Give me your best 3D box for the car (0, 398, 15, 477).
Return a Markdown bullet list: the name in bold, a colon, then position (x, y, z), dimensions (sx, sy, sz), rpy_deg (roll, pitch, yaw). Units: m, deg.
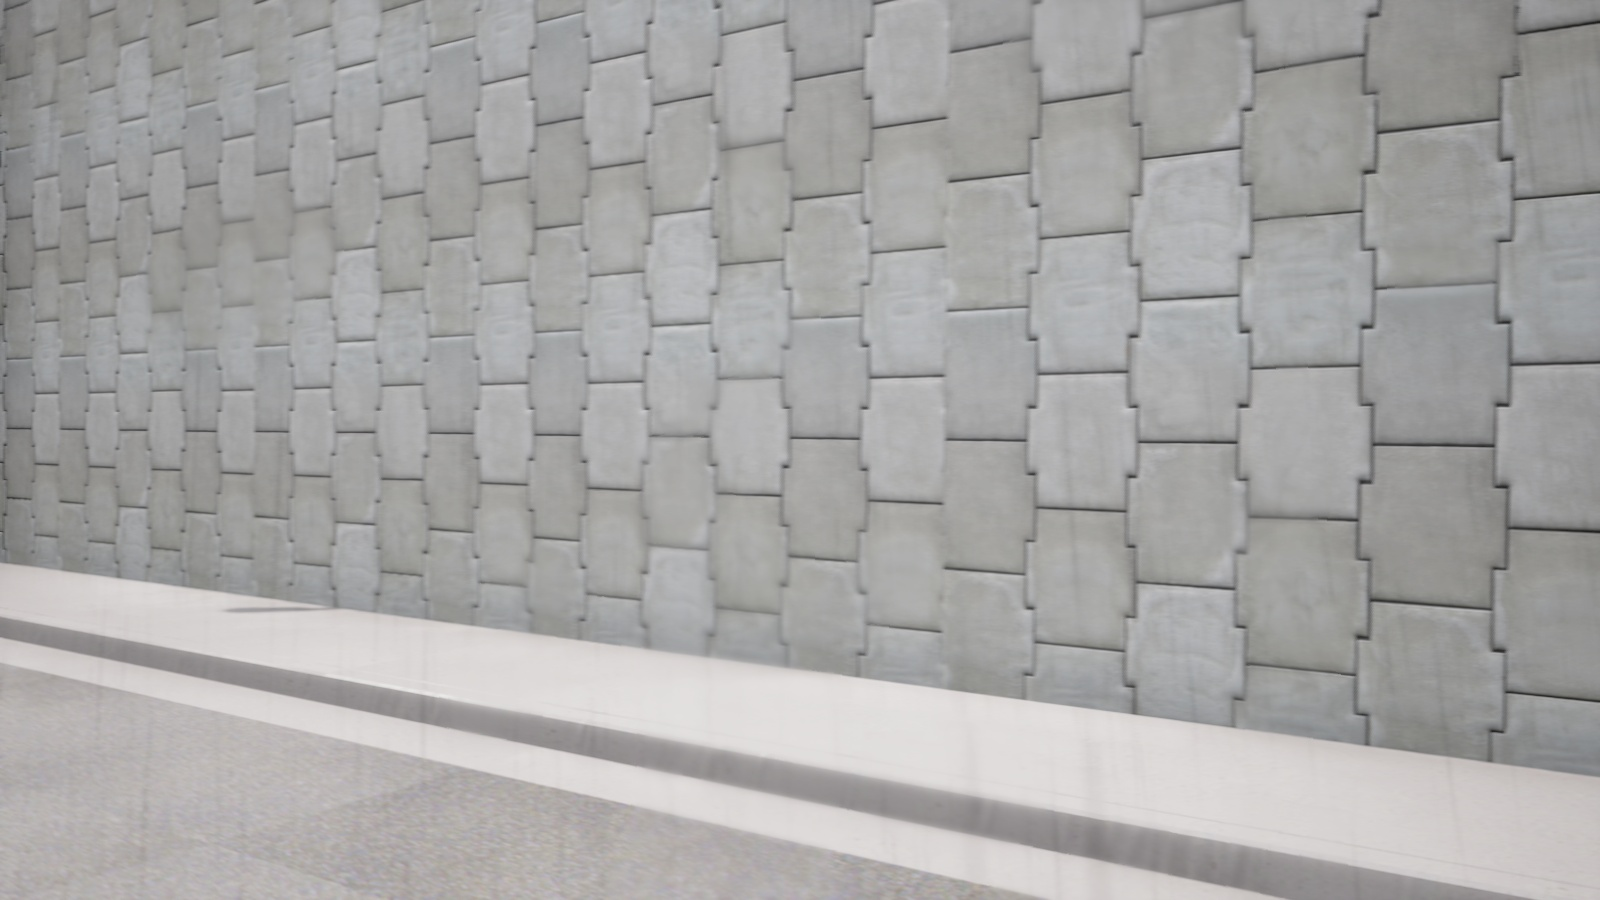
- **car**: position (-18.225, 0.003, 23.715), dimensions (1.801, 1.575, 5.366), rpy_deg (0, 6, 35)
